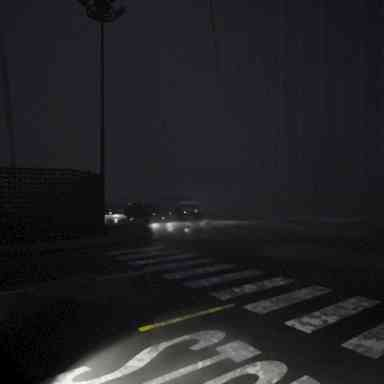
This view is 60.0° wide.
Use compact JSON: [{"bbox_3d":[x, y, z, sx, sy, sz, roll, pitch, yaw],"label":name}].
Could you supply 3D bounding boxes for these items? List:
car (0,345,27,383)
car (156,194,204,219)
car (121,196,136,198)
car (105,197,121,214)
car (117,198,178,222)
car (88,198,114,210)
[{"bbox_3d":[-3.000,1.565,1.614,4.181,1.385,1.994,0,0,-35],"label":"car"},{"bbox_3d":[-1.292,1.152,28.700,2.150,2.045,5.566,0,0,-36],"label":"car"},{"bbox_3d":[-6.878,1.282,36.491,2.097,1.767,4.553,0,0,-36],"label":"car"},{"bbox_3d":[-8.981,1.497,33.423,1.994,1.385,4.181,0,0,-35],"label":"car"},{"bbox_3d":[-3.614,1.481,25.935,2.033,1.411,5.357,0,0,-36],"label":"car"},{"bbox_3d":[-12.057,1.494,43.718,1.994,1.385,4.181,0,0,-35],"label":"car"}]
